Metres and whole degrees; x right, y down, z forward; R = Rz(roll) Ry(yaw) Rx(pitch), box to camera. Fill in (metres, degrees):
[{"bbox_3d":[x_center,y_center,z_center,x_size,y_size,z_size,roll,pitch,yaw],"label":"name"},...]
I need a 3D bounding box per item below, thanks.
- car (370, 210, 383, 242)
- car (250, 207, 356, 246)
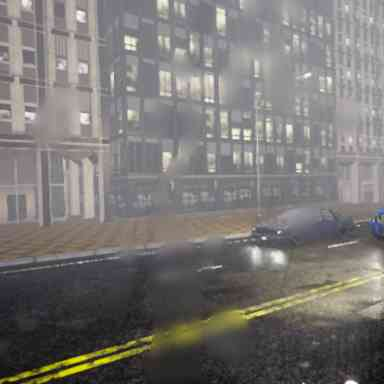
[{"bbox_3d":[9.857,0.997,14.031,5.566,2.045,2.150,-1,0,-34],"label":"car"},{"bbox_3d":[5.080,1.409,14.753,5.357,1.411,2.033,-1,0,-34],"label":"car"}]
